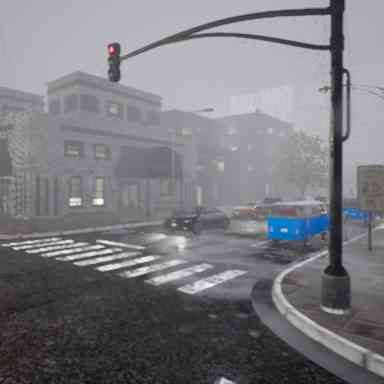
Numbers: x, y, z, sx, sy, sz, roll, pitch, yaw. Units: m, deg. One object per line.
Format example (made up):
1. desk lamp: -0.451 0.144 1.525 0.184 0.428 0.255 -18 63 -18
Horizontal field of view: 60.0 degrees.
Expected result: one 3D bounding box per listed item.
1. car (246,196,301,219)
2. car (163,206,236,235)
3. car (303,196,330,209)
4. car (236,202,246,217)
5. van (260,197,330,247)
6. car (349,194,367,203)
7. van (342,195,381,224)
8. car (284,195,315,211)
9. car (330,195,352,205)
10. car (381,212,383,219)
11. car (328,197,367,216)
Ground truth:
1. car: 6.455 1.194 25.974 2.097 1.767 4.553 1 1 39
2. car: 0.334 1.463 18.344 1.994 1.385 4.181 1 1 39
3. car: 15.562 1.271 41.481 1.887 1.381 4.507 0 0 39
4. car: 5.094 1.342 28.423 1.752 1.417 4.829 0 1 39
5. van: 4.819 1.282 14.683 1.690 1.788 3.998 0 1 39
6. car: 29.378 1.160 58.712 1.887 1.381 4.507 0 0 39
7. van: 11.727 1.218 23.299 1.690 1.788 3.998 0 1 39
8. car: 12.109 1.195 37.173 1.967 1.590 4.097 0 0 39
9. car: 22.470 1.214 50.096 1.887 1.381 4.507 0 0 39
10. car: 15.181 1.391 27.608 1.887 1.381 4.507 0 0 39
11. car: 14.504 1.307 30.900 2.128 1.511 4.902 1 1 39
